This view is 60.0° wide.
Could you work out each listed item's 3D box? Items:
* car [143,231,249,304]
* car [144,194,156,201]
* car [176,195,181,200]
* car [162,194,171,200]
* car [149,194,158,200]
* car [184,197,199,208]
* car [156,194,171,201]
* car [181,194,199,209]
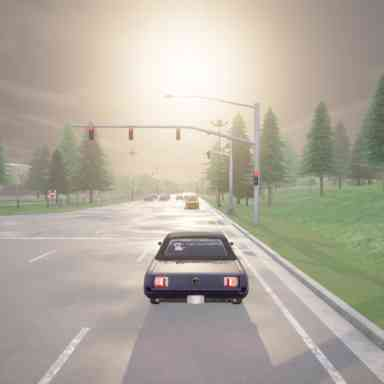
[{"bbox_3d":[0.090,1.599,8.057,1.895,1.301,4.718,0,0,0],"label":"car"},{"bbox_3d":[-10.393,1.512,80.359,2.033,1.411,5.357,0,0,0],"label":"car"},{"bbox_3d":[-3.378,1.530,91.183,1.994,1.385,4.181,0,0,0],"label":"car"},{"bbox_3d":[-6.879,1.350,90.774,2.033,1.411,5.357,0,0,0],"label":"car"},{"bbox_3d":[-10.379,1.310,90.779,1.837,1.490,4.892,0,0,0],"label":"car"},{"bbox_3d":[-0.010,1.564,49.725,2.033,1.411,5.357,-1,1,1],"label":"car"},{"bbox_3d":[-6.893,1.512,80.354,2.033,1.411,5.357,0,0,0],"label":"car"},{"bbox_3d":[-0.078,1.078,46.217,1.882,1.535,5.008,-3,17,-4],"label":"car"}]
